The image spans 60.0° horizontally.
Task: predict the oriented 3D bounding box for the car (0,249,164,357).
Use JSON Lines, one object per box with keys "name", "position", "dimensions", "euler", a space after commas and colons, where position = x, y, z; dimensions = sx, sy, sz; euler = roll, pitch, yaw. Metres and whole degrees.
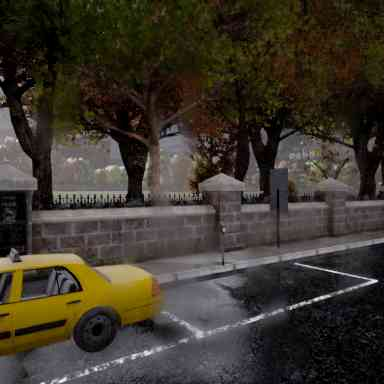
{"name": "car", "position": [-2.749, 1.525, 4.598], "dimensions": [4.829, 1.417, 1.752], "euler": [0, 0, -35]}
